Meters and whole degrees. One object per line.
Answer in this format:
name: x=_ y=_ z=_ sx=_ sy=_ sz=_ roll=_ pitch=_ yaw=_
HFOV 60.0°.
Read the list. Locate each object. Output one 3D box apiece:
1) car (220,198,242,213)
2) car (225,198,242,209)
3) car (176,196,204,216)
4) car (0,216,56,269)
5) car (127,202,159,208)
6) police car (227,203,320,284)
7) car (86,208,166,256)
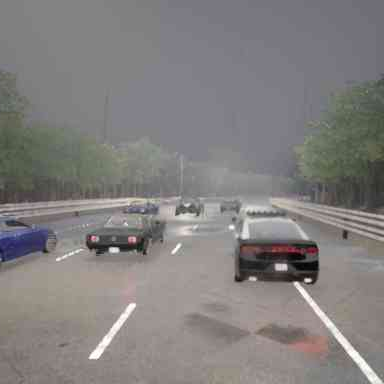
car: x=3.961 y=1.367 z=34.287 sx=2.128 sy=1.511 sz=4.902 roll=0 pitch=0 yaw=10
car: x=5.613 y=1.529 z=44.658 sx=1.994 sy=1.385 sz=4.181 roll=0 pitch=-1 yaw=12
car: x=-0.101 y=1.204 z=30.105 sx=2.097 sy=1.767 sz=4.553 roll=0 pitch=0 yaw=8
car: x=-5.959 y=1.444 z=10.120 sx=1.812 sy=1.442 sz=4.674 roll=0 pitch=0 yaw=5
car: x=-4.023 y=1.444 z=27.392 sx=1.895 sy=1.301 sz=4.718 roll=0 pitch=0 yaw=8
police car: x=2.107 y=1.354 z=9.551 sx=1.930 sy=1.638 sz=5.238 roll=0 pitch=0 yaw=5
car: x=-2.216 y=1.503 z=12.632 sx=1.895 sy=1.301 sz=4.718 roll=0 pitch=0 yaw=6
